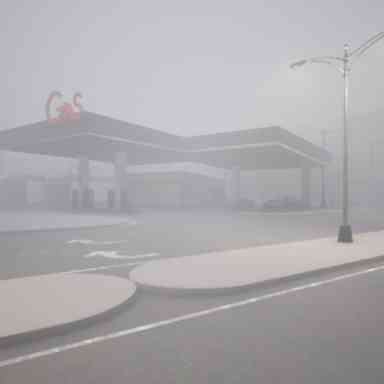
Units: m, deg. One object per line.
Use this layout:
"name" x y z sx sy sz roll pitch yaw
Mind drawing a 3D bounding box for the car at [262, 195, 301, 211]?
"car" 9.754 1.199 36.196 4.611 1.667 2.242 0 0 -34

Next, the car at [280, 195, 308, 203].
"car" 19.458 1.341 63.644 1.837 1.490 4.892 0 0 -35

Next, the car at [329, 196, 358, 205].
"car" 25.219 1.399 55.499 1.812 1.442 4.674 0 0 -35

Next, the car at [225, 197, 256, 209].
"car" 5.884 1.339 40.510 3.806 1.475 1.970 0 0 -34
